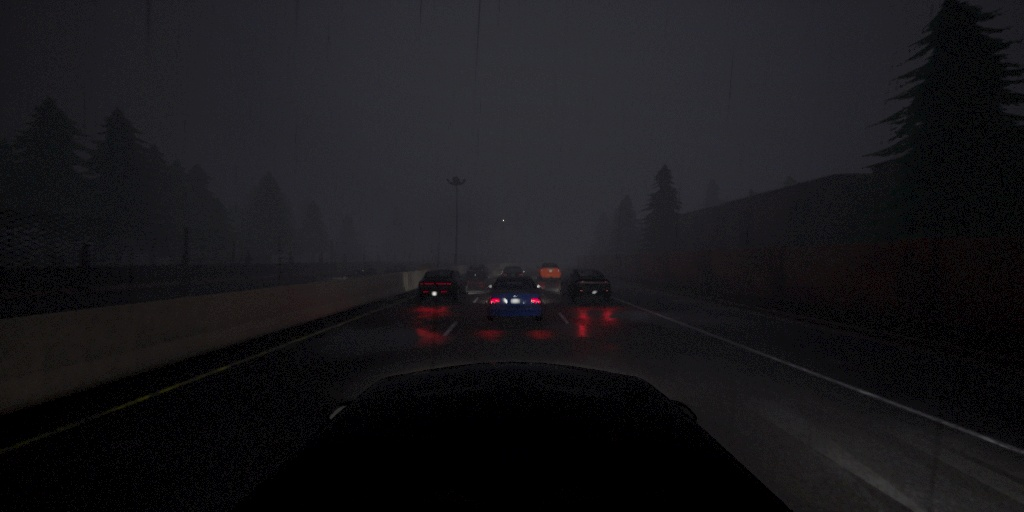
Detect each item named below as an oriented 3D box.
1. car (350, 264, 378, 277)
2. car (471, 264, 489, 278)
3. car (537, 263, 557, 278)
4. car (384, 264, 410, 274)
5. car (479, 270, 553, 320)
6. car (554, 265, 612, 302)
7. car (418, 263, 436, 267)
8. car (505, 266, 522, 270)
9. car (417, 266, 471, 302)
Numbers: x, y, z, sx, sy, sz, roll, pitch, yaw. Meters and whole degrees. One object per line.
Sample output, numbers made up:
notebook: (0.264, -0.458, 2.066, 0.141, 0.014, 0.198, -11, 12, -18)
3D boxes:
car: (-17.602, 1.677, 42.841, 1.812, 1.442, 4.674, 0, -1, 0)
car: (-3.412, 1.574, 35.719, 2.128, 1.511, 4.902, 0, -1, 0)
car: (3.587, 1.432, 35.436, 2.097, 1.767, 4.553, 0, -1, 0)
car: (-14.100, 1.716, 44.529, 2.033, 1.411, 5.357, 0, -1, 0)
car: (0.096, 1.409, 13.146, 2.033, 1.411, 5.357, 0, -1, 0)
car: (3.595, 1.401, 18.045, 2.128, 1.511, 4.902, 0, -1, 0)
car: (-10.598, 1.651, 45.076, 1.882, 1.535, 5.008, 0, 0, 0)
car: (0.089, 1.578, 30.430, 2.033, 1.411, 5.357, 0, -1, 0)
car: (-3.406, 1.416, 18.162, 1.837, 1.490, 4.892, 0, -1, 0)
